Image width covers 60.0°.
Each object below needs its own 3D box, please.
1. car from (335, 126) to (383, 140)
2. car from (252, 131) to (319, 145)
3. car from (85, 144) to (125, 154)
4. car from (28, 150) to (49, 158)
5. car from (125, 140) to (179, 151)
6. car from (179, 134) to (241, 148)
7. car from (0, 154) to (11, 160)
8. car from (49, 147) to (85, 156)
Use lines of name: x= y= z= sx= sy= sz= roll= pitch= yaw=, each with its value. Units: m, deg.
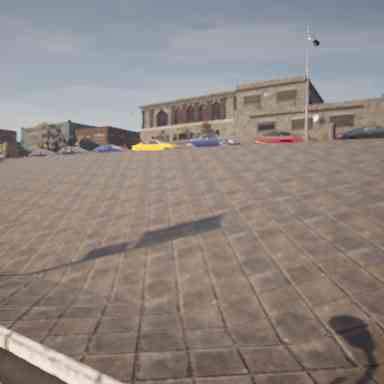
car: x=11.559 y=-3.427 z=21.095 sx=4.674 sy=1.452 sz=2.002 roll=1 pitch=1 yaw=28
car: x=6.695 y=-3.547 z=23.701 sx=4.792 sy=1.488 sz=2.163 roll=1 pitch=1 yaw=29
car: x=-7.765 y=-3.872 z=32.244 sx=4.674 sy=1.452 sz=2.002 roll=1 pitch=1 yaw=33
car: x=-16.979 y=-4.106 z=38.370 sx=4.892 sy=1.521 sz=2.231 roll=1 pitch=1 yaw=34
car: x=-3.052 y=-3.802 z=29.316 sx=5.008 sy=1.535 sz=2.097 roll=1 pitch=1 yaw=32
car: x=1.702 y=-3.817 z=26.500 sx=4.553 sy=1.767 sz=2.185 roll=1 pitch=1 yaw=31
car: x=-26.021 y=-4.381 z=44.526 sx=4.553 sy=1.767 sz=2.185 roll=1 pitch=1 yaw=34
car: x=-12.412 y=-4.018 z=35.271 sx=4.892 sy=1.521 sz=2.231 roll=1 pitch=1 yaw=34
